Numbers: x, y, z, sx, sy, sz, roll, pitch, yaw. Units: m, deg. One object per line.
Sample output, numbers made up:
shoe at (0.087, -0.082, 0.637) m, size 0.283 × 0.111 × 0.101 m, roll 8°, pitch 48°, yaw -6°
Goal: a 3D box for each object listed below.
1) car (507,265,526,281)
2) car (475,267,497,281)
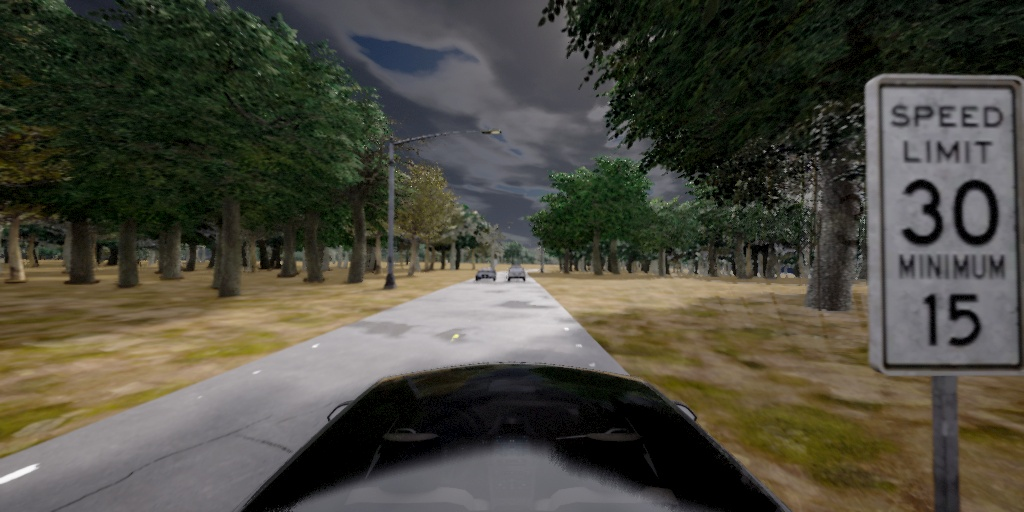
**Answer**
car at (0.470, 1.853, 36.899) m, size 2.033 × 1.411 × 5.357 m, roll 0°, pitch -1°, yaw 0°
car at (-2.609, 1.859, 37.046) m, size 1.994 × 1.385 × 4.181 m, roll 0°, pitch -1°, yaw 1°
